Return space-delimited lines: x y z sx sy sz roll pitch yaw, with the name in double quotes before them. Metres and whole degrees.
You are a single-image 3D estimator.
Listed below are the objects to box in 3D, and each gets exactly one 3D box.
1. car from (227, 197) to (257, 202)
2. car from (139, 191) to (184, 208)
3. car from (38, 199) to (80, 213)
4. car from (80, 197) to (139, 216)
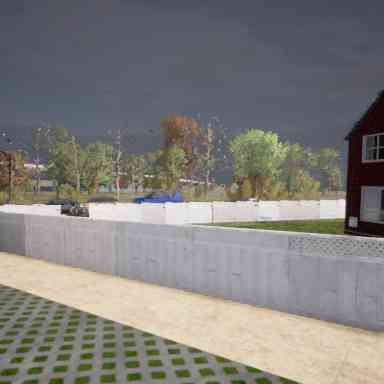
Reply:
"car" 6.418 1.232 38.352 4.718 1.301 1.895 0 2 -19
"car" -3.609 0.924 34.990 5.566 2.045 2.150 0 2 -18
"car" -12.802 1.338 31.921 4.181 1.385 1.994 0 2 -18
"car" -7.456 1.206 30.071 4.553 1.767 2.097 0 2 -19
